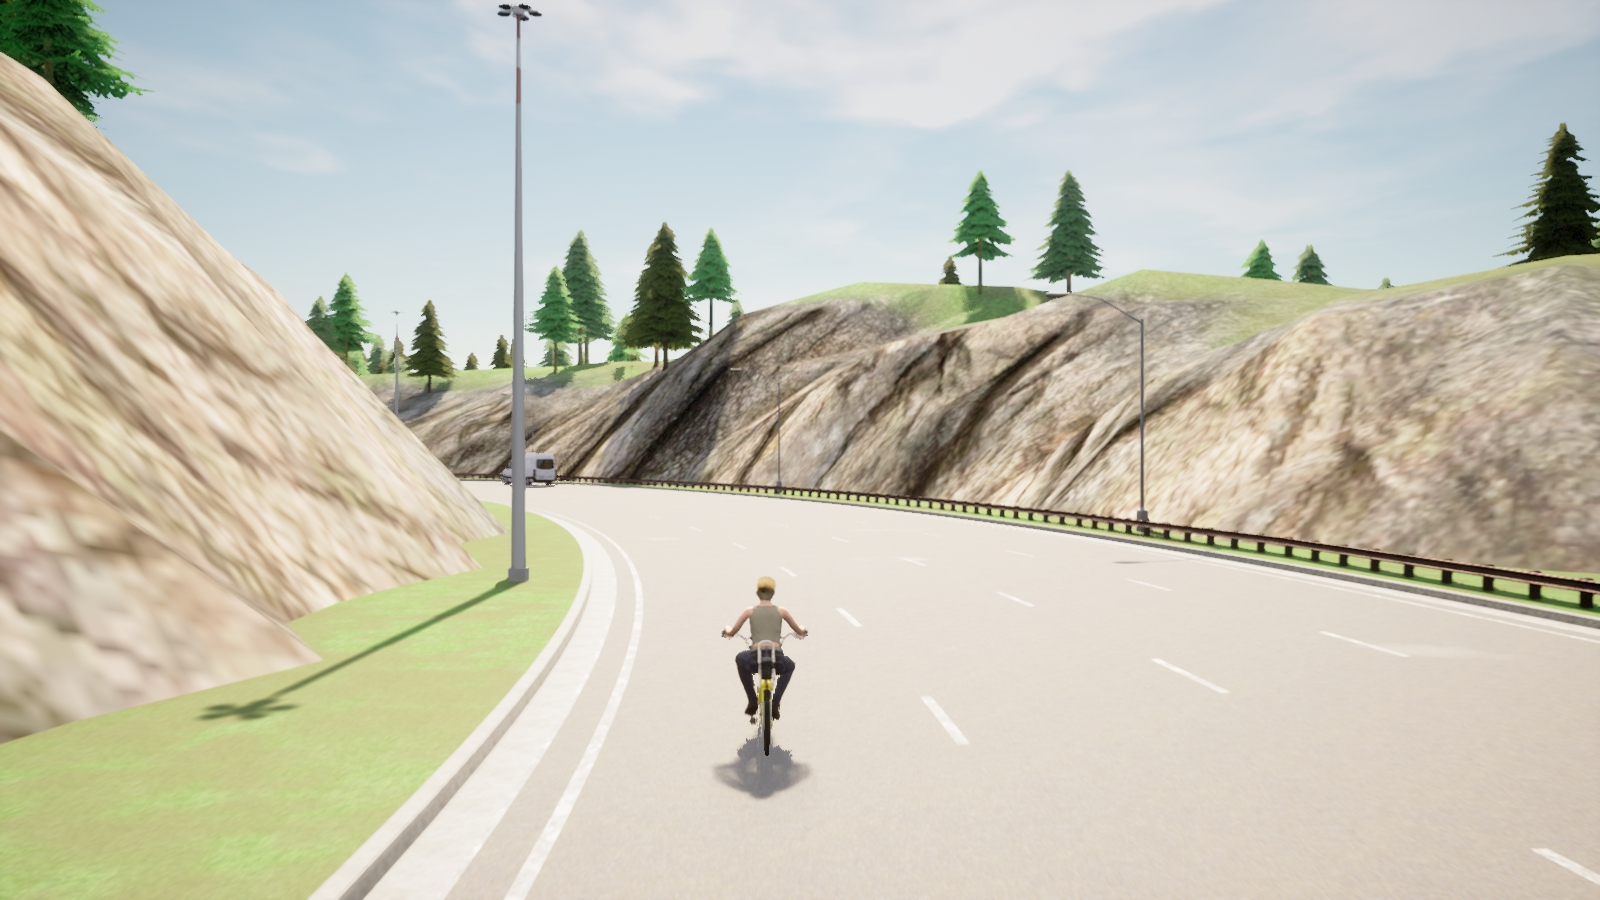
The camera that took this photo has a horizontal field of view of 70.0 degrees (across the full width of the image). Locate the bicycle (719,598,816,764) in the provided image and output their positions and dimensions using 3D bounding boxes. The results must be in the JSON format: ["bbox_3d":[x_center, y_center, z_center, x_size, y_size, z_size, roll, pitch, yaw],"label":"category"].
[{"bbox_3d":[-0.328,2.159,10.940,0.859,1.276,1.487,0,0,-3],"label":"bicycle"}]
